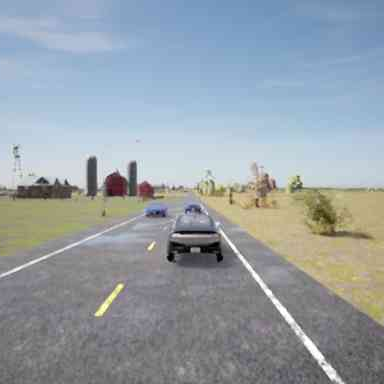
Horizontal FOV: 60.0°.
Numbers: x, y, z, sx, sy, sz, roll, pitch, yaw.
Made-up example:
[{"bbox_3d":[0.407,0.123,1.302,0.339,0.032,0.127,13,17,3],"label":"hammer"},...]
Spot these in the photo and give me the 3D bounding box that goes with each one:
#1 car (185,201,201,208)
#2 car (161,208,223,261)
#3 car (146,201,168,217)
[{"bbox_3d":[0.108,1.787,39.641,1.812,1.442,4.674,0,0,0],"label":"car"},{"bbox_3d":[0.104,1.580,12.616,2.128,1.511,4.902,0,0,0],"label":"car"},{"bbox_3d":[-3.494,1.710,33.717,1.882,1.535,5.008,0,-1,0],"label":"car"}]
